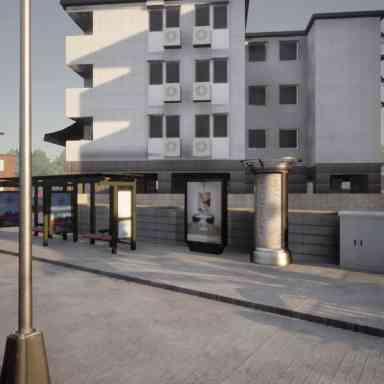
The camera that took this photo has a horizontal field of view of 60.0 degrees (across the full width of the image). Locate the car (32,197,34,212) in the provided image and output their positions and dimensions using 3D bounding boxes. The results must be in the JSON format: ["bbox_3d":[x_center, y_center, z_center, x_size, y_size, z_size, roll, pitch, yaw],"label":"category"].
[{"bbox_3d":[-16.839,1.352,34.225,2.097,1.767,4.553,0,0,36],"label":"car"}]
